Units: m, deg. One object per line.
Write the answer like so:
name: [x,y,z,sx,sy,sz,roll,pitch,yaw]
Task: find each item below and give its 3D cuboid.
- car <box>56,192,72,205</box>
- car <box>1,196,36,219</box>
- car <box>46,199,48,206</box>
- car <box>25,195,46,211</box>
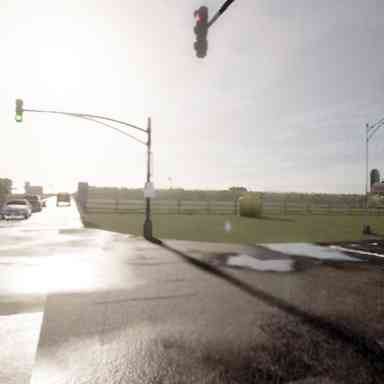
car: [-20.121,0.968,52.145,2.150,2.045,5.566,1,0,-20]
car: [-13.959,1.319,26.689,1.812,1.442,4.674,1,0,-20]
car: [-20.815,1.260,45.487,2.033,1.411,5.357,1,0,-20]
car: [-17.332,1.103,35.919,2.097,1.767,4.553,1,0,-20]
